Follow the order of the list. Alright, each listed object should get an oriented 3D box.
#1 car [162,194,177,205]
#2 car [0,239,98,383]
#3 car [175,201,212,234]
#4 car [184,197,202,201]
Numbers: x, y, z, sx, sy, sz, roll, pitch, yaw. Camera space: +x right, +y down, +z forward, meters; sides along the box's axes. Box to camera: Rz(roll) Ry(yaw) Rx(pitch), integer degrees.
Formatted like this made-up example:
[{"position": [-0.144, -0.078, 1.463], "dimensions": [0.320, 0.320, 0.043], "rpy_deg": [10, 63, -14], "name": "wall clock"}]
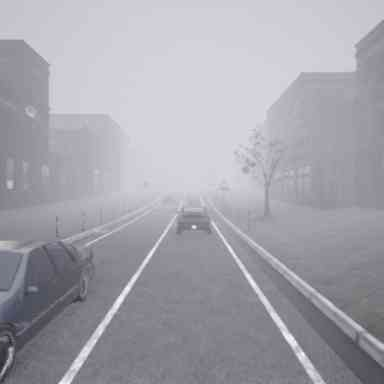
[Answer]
[{"position": [-3.067, 0.979, 46.021], "dimensions": [1.895, 1.301, 4.718], "rpy_deg": [0, 3, 0], "name": "car"}, {"position": [-3.097, 1.551, 5.512], "dimensions": [2.033, 1.411, 5.357], "rpy_deg": [0, 0, 0], "name": "car"}, {"position": [0.109, 1.513, 19.302], "dimensions": [1.837, 1.490, 4.892], "rpy_deg": [0, 0, 0], "name": "car"}, {"position": [0.118, 1.213, 37.626], "dimensions": [2.033, 1.411, 5.357], "rpy_deg": [0, 0, -1], "name": "car"}]
